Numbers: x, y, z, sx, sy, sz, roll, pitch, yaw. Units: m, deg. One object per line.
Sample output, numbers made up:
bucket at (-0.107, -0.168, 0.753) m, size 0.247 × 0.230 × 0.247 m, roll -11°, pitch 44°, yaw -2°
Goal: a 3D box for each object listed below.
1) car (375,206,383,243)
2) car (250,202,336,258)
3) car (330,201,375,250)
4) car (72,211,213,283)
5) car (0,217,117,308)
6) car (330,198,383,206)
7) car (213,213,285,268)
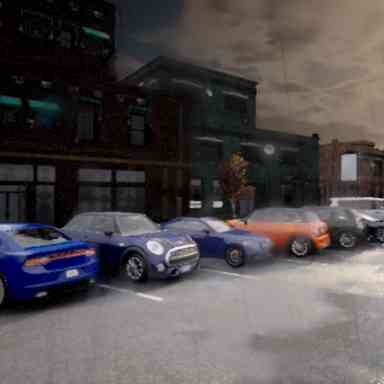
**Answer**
car at (7.863, 1.593, 16.685) m, size 4.792 × 1.488 × 2.163 m, roll -1°, pitch -1°, yaw 35°
car at (2.962, 1.406, 13.200) m, size 4.553 × 1.767 × 2.185 m, roll -1°, pitch -1°, yaw 35°
car at (5.409, 1.421, 14.937) m, size 4.553 × 1.767 × 2.185 m, roll -1°, pitch -1°, yaw 35°
car at (-1.981, 1.378, 9.768) m, size 4.553 × 1.767 × 2.185 m, roll -1°, pitch -1°, yaw 34°
car at (-4.404, 1.489, 7.993) m, size 5.008 × 1.535 × 2.097 m, roll -1°, pitch -1°, yaw 35°
car at (10.310, 1.329, 18.424) m, size 5.566 × 2.045 × 2.435 m, roll -1°, pitch -1°, yaw 35°
car at (0.490, 1.557, 11.484) m, size 4.674 × 1.452 × 2.002 m, roll -1°, pitch -1°, yaw 35°
